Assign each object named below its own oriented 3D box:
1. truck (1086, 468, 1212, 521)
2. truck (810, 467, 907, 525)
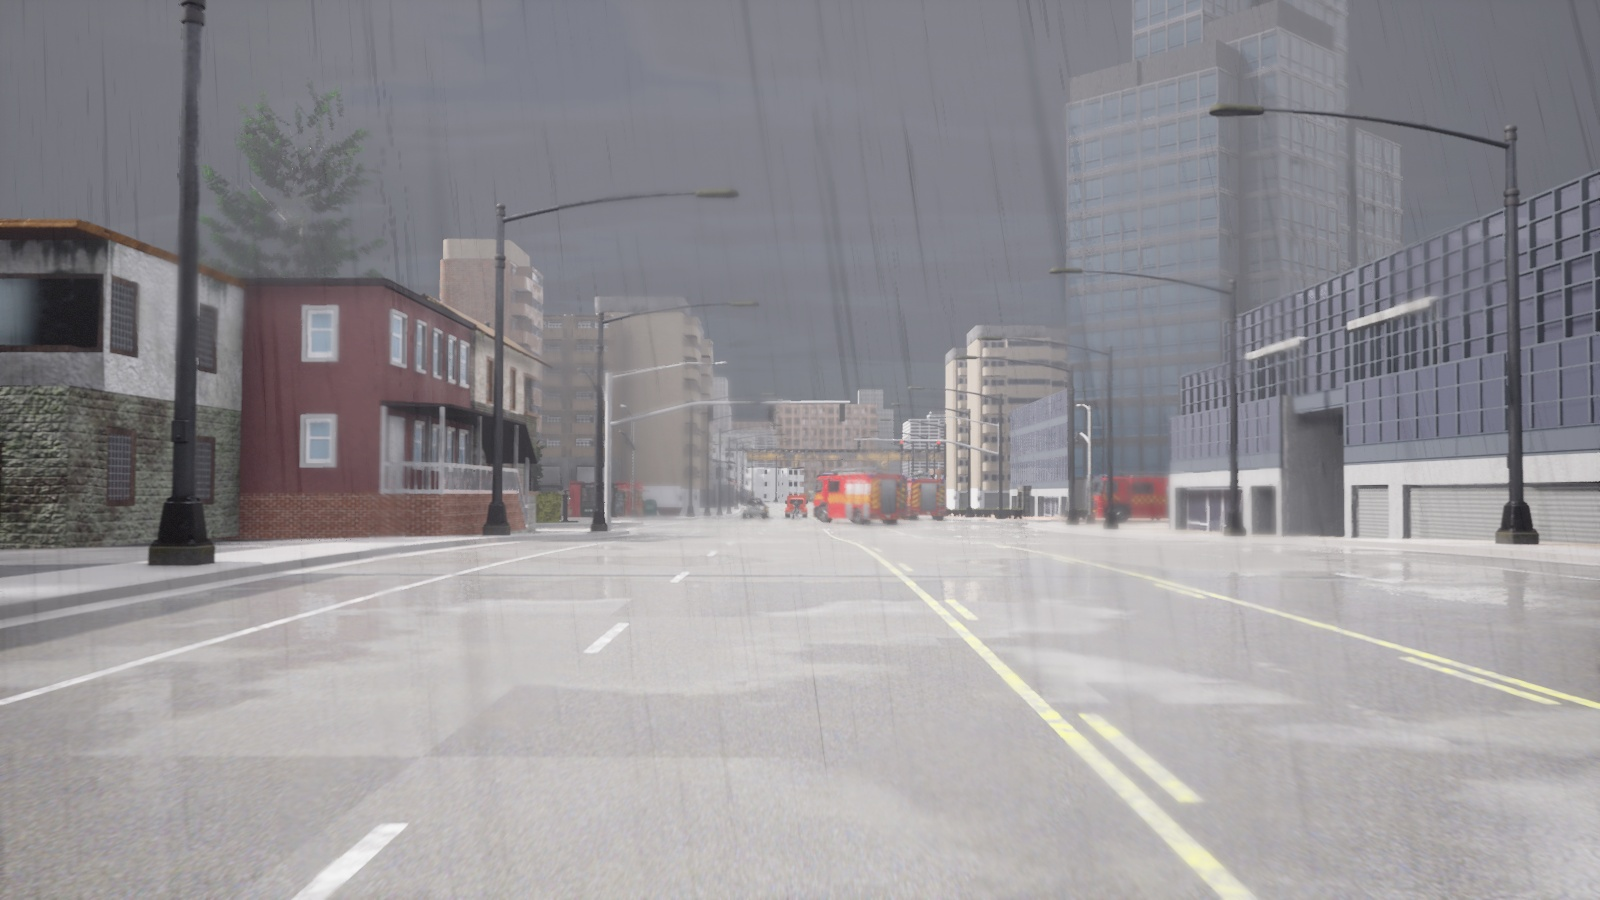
[{"bbox_3d":[25.777,3.304,93.104,8.468,3.827,2.891,0,-2,0],"label":"truck"},{"bbox_3d":[3.904,3.163,86.325,2.891,3.827,8.468,1,-2,-27],"label":"truck"}]
